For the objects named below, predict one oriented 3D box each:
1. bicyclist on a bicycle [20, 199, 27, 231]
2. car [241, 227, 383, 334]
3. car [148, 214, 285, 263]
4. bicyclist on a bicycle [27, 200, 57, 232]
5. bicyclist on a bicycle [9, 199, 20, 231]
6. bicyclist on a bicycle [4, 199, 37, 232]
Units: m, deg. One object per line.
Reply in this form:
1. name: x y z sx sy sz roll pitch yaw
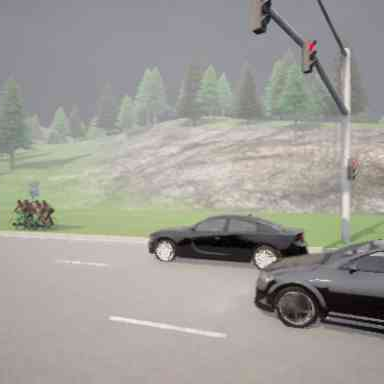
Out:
1. bicyclist on a bicycle: -7.898 1.215 17.200 0.582 1.620 1.656 0 0 17
2. car: 3.214 1.539 5.691 4.181 1.385 1.994 0 0 27
3. car: 1.012 1.428 10.483 5.008 1.535 1.882 0 0 21
4. bicyclist on a bicycle: -7.474 1.216 17.071 0.582 1.620 1.656 0 0 17
5. bicyclist on a bicycle: -8.697 1.212 17.629 0.582 1.620 1.656 0 0 16
6. bicyclist on a bicycle: -9.123 1.211 17.755 0.582 1.620 1.656 0 0 16
